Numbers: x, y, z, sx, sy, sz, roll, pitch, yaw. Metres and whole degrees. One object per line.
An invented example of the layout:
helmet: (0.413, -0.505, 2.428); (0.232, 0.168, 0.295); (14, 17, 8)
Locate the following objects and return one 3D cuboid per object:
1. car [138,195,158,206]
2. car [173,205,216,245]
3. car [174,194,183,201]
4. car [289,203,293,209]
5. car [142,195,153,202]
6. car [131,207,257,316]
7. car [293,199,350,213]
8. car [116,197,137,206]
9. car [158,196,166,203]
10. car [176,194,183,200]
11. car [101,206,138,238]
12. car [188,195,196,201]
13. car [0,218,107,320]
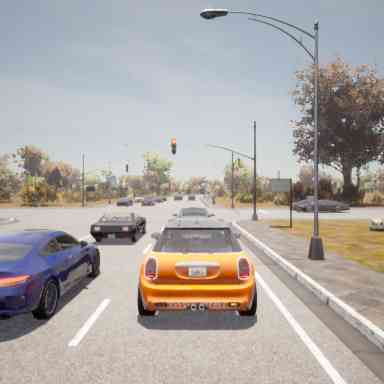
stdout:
car: (-7.127, 1.505, 54.379); (1.837, 1.490, 4.892); (0, 0, 1)
car: (0.085, 1.505, 16.636); (1.837, 1.490, 4.892); (0, 0, 0)
car: (-3.570, 1.492, 84.647); (1.837, 1.490, 4.892); (0, 0, 0)
car: (13.771, 1.564, 39.692); (4.181, 1.385, 1.994); (0, 0, 3)
car: (-10.569, 1.477, 79.349); (1.882, 1.535, 5.008); (0, 0, 0)
car: (0.093, 1.352, 7.678); (2.097, 1.767, 4.553); (0, 0, 0)
car: (14.203, 1.547, 36.158); (5.357, 1.411, 2.033); (0, 0, 3)
car: (-10.645, 1.547, 53.183); (2.033, 1.411, 5.357); (0, 0, 1)
car: (-7.072, 1.477, 68.032); (1.882, 1.535, 5.008); (0, 0, 0)
car: (-3.539, 1.374, 95.056); (1.812, 1.442, 4.674); (0, 0, 1)
car: (-3.415, 1.601, 16.369); (1.895, 1.301, 4.718); (0, 0, 0)
car: (-0.070, 1.492, 84.649); (1.837, 1.490, 4.892); (0, 0, 0)
car: (-3.406, 1.526, 7.211); (1.812, 1.442, 4.674); (0, 0, 0)
